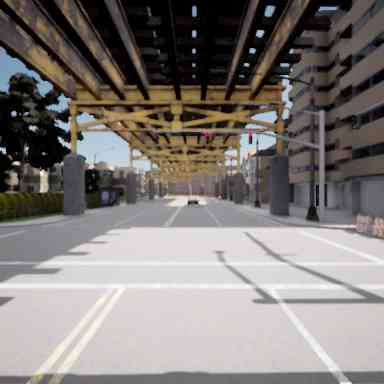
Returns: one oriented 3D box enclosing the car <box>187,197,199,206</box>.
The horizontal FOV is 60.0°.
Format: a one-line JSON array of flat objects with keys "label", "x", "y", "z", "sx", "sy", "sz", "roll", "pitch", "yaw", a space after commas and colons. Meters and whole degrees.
[{"label": "car", "x": 0.163, "y": 1.538, "z": 54.360, "sx": 1.895, "sy": 1.301, "sz": 4.718, "roll": 0, "pitch": 0, "yaw": 0}]
